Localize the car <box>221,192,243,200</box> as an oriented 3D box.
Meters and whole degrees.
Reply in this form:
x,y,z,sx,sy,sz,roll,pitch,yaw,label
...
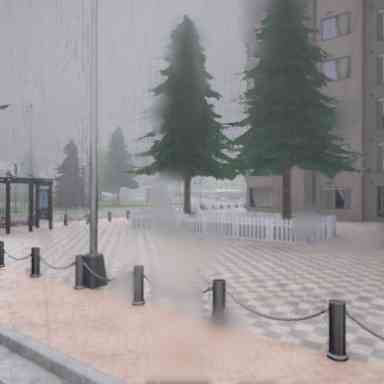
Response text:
x,y,z,sx,sy,sz,roll,pitch,yaw,label
10.121,1.254,84.319,3.633,1.501,1.845,0,0,35,car

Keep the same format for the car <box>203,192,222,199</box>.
x,y,z,sx,sy,sz,roll,pitch,yaw,label
5.761,1.243,91.023,3.806,1.475,1.970,0,0,35,car
